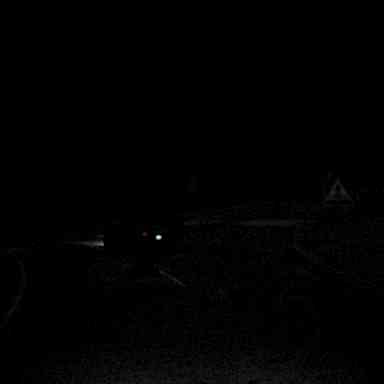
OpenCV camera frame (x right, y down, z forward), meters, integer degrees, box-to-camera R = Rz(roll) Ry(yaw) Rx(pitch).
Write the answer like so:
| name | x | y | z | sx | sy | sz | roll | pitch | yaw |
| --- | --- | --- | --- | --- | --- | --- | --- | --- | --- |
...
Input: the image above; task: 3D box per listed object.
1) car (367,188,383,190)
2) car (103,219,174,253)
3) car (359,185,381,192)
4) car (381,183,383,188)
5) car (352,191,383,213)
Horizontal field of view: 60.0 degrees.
| name | x | y | z | sx | sy | sz | roll | pitch | yaw |
| --- | --- | --- | --- | --- | --- | --- | --- | --- | --- |
| car | 20.258 | 0.553 | 32.180 | 5.366 | 1.575 | 1.946 | -4 | 1 | 23 |
| car | -2.650 | 2.000 | 15.859 | 1.994 | 1.385 | 4.181 | 2 | -4 | -37 |
| car | 22.381 | 0.340 | 41.458 | 1.882 | 1.535 | 5.008 | -4 | 1 | 43 |
| car | 24.503 | -0.051 | 36.586 | 5.566 | 2.045 | 2.435 | -4 | 1 | 23 |
| car | 16.307 | 0.894 | 27.644 | 4.892 | 1.521 | 2.231 | -4 | 1 | 23 |
